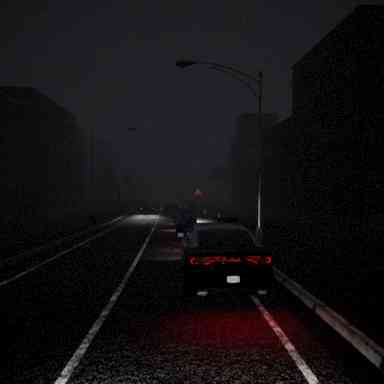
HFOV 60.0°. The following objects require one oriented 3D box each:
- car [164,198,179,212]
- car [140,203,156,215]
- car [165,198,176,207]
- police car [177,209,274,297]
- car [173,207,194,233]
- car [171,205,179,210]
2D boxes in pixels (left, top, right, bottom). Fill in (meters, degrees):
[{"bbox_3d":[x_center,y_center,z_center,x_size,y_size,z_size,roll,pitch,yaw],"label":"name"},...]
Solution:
[{"bbox_3d":[-2.791,1.954,45.402,2.128,1.511,4.902,0,-1,-4],"label":"car"},{"bbox_3d":[-5.620,2.110,42.735,1.895,1.301,4.718,0,1,-4],"label":"car"},{"bbox_3d":[-3.789,1.797,59.156,1.895,1.301,4.718,0,2,-4],"label":"car"},{"bbox_3d":[0.651,1.472,8.857,1.930,1.638,5.238,0,-1,-3],"label":"police car"},{"bbox_3d":[0.006,1.754,18.802,1.812,1.442,4.674,0,-1,-4],"label":"car"},{"bbox_3d":[-0.423,1.906,24.797,1.812,1.442,4.674,0,-1,-4],"label":"car"}]
